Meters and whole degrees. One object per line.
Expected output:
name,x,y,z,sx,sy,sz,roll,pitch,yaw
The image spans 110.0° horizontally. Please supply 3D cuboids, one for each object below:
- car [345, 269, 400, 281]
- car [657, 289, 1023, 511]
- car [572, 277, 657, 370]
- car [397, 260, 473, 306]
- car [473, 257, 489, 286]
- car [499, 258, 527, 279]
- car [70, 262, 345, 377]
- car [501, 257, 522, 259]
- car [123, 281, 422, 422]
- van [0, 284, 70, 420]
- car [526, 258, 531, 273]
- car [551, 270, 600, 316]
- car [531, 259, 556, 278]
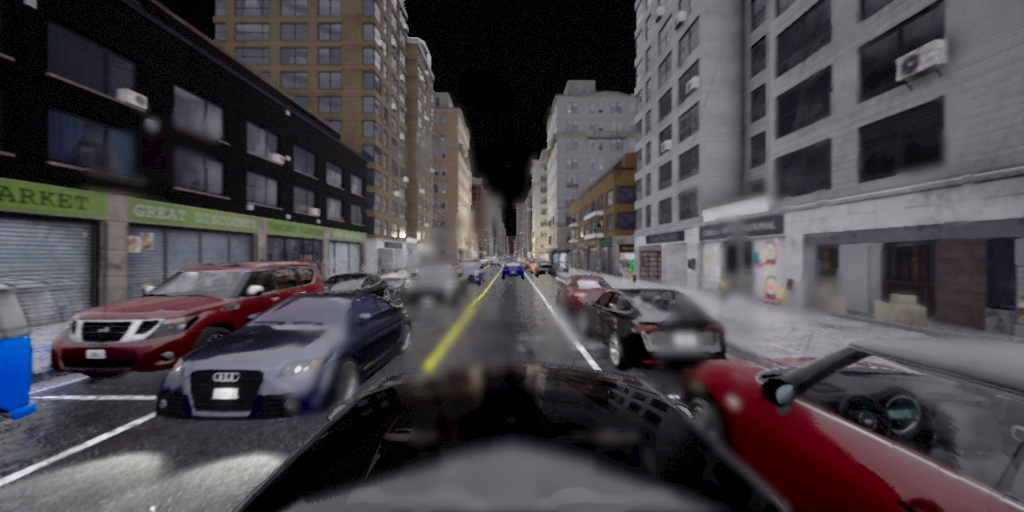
car,-5.860,1.317,13.090,1.948,1.339,4.313,0,0,0
car,2.668,1.190,2.049,1.967,1.591,4.097,0,0,0
car,2.667,1.316,7.574,1.948,1.339,4.313,0,0,0
car,-3.099,1.103,15.546,2.097,1.767,4.553,0,0,0
car,-3.067,1.104,25.536,2.097,1.767,4.553,0,0,1
car,0.095,1.231,32.522,1.882,1.535,5.008,0,0,0
car,-5.859,1.065,7.566,2.192,1.841,5.009,0,0,0
car,0.054,1.247,45.508,2.128,1.511,4.902,0,0,0
car,-3.093,1.314,5.903,1.994,1.385,4.181,0,0,1
van,-5.858,1.091,2.042,1.690,1.789,3.998,0,0,0
car,3.105,1.107,41.584,2.097,1.767,4.553,0,0,0
car,2.666,1.333,13.099,1.802,1.307,4.207,0,0,0
car,3.139,1.257,34.613,1.837,1.490,4.892,0,0,0
